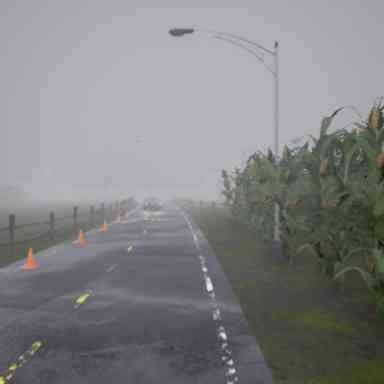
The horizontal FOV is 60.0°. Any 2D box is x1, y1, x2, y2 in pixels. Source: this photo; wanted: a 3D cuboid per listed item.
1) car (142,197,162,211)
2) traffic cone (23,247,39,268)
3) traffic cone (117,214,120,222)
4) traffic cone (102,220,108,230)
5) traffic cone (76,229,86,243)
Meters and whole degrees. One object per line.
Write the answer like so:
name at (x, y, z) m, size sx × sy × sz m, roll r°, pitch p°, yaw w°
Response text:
car at (-5.026, 1.385, 41.297) m, size 2.097 × 1.767 × 4.553 m, roll 0°, pitch 0°, yaw -14°
traffic cone at (-4.854, 1.966, 10.012) m, size 0.340 × 0.580 × 0.340 m, roll 0°, pitch 0°, yaw -1°
traffic cone at (-5.491, 1.977, 24.912) m, size 0.340 × 0.580 × 0.340 m, roll 0°, pitch 0°, yaw -3°
traffic cone at (-5.222, 1.973, 19.948) m, size 0.340 × 0.580 × 0.340 m, roll 0°, pitch 0°, yaw -3°
traffic cone at (-5.010, 1.970, 14.981) m, size 0.340 × 0.580 × 0.340 m, roll 0°, pitch 0°, yaw -2°
